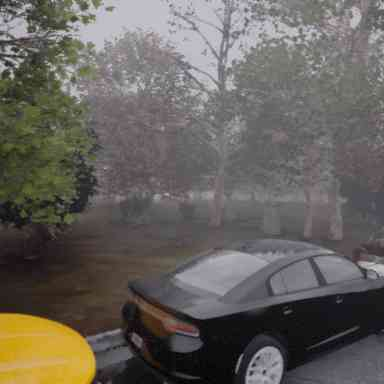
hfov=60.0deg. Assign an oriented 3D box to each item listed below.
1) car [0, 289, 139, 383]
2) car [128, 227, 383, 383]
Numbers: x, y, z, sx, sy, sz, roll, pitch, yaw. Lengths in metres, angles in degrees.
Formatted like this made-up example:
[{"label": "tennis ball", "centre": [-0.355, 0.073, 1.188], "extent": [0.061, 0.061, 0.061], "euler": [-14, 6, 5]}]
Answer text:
[{"label": "car", "centre": [-3.068, 1.480, 1.850], "extent": [5.008, 1.535, 2.097], "euler": [0, 1, -33]}, {"label": "car", "centre": [1.456, 1.481, 5.084], "extent": [5.008, 1.535, 2.097], "euler": [-1, 1, -33]}]
